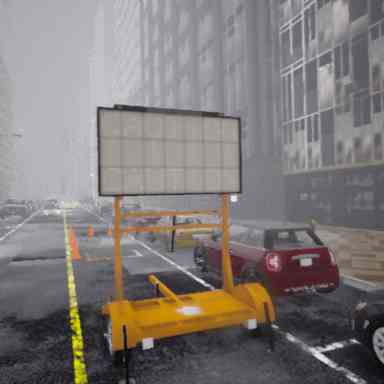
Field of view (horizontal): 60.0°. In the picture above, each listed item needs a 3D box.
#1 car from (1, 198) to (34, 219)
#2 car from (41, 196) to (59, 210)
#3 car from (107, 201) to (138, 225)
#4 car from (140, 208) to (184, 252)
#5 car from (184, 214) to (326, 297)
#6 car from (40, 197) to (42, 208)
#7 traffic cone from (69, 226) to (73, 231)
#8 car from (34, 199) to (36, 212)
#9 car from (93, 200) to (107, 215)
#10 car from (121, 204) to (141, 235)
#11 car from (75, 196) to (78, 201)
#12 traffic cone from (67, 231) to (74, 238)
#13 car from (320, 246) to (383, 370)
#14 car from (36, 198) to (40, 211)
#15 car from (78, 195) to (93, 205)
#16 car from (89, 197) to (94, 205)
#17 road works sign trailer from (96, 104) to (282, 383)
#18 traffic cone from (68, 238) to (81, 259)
[{"bbox_3d":[-16.611,1.524,31.493,2.192,1.841,5.009,0,0,-21],"label":"car"},{"bbox_3d":[-19.820,1.728,47.015,1.837,1.490,4.892,-1,0,-21],"label":"car"},{"bbox_3d":[-4.684,1.463,24.025,1.967,1.590,4.097,0,0,-21],"label":"car"},{"bbox_3d":[-0.621,1.502,13.660,1.752,1.417,4.829,0,0,-21],"label":"car"},{"bbox_3d":[1.502,1.391,8.241,1.967,1.590,4.097,0,0,-21],"label":"car"},{"bbox_3d":[-22.798,1.819,47.278,1.887,1.381,4.507,0,0,-21],"label":"car"},{"bbox_3d":[-5.516,2.013,15.272,0.340,0.580,0.340,-1,0,-21],"label":"traffic cone"},{"bbox_3d":[-18.611,1.755,36.596,1.752,1.417,4.829,0,0,-21],"label":"car"},{"bbox_3d":[-8.809,1.632,34.549,1.947,1.339,4.313,0,0,-21],"label":"car"},{"bbox_3d":[-2.622,1.581,18.763,1.802,1.307,4.206,0,0,-21],"label":"car"},{"bbox_3d":[-23.246,1.528,71.381,2.192,1.841,5.009,0,0,-21],"label":"car"},{"bbox_3d":[-4.787,2.005,13.411,0.340,0.580,0.340,-1,0,-21],"label":"traffic cone"},{"bbox_3d":[3.566,1.477,2.978,2.008,1.369,4.403,0,0,-21],"label":"car"},{"bbox_3d":[-20.735,1.693,42.015,1.967,1.590,4.097,0,0,-21],"label":"car"},{"bbox_3d":[-19.122,1.488,60.858,2.192,1.841,5.009,0,0,-21],"label":"car"},{"bbox_3d":[-10.934,1.614,39.969,1.752,1.417,4.829,0,0,-21],"label":"car"},{"bbox_3d":[-0.342,0.453,5.494,2.380,3.560,2.880,-1,0,-21],"label":"road works sign trailer"},{"bbox_3d":[-4.057,1.996,11.549,0.340,0.580,0.340,-1,0,-21],"label":"traffic cone"}]
